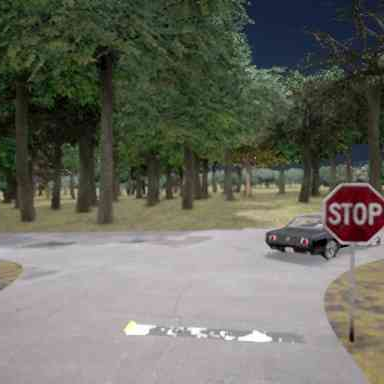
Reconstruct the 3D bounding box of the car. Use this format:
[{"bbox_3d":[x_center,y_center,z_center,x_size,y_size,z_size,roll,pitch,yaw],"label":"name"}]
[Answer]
[{"bbox_3d":[4.867,1.453,11.917,4.718,1.301,1.895,-3,1,-37],"label":"car"}]
